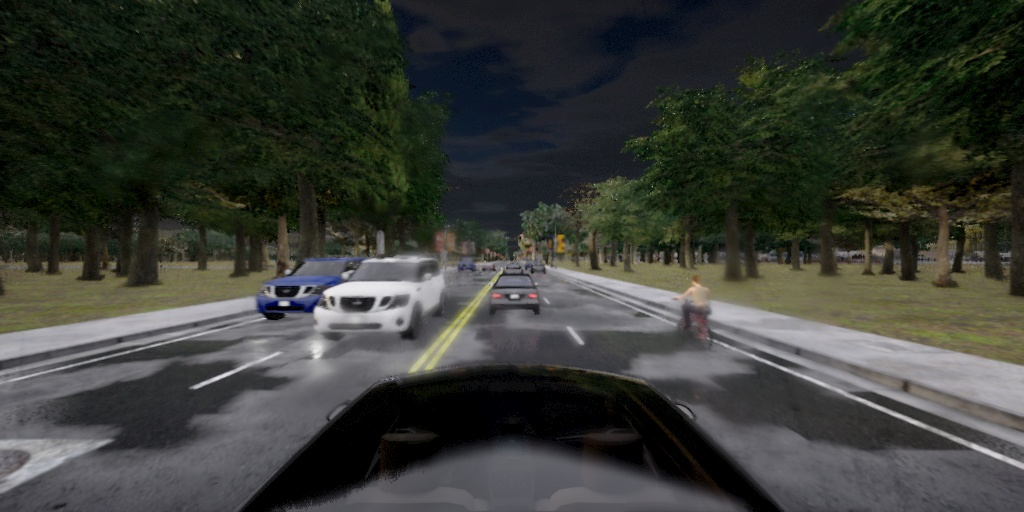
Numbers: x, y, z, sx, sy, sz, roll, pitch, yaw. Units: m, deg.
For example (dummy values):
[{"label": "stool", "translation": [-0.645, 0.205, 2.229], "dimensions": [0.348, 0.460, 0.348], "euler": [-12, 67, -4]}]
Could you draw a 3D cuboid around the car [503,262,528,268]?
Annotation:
[{"label": "car", "translation": [0.102, 1.436, 33.464], "dimensions": [2.128, 1.511, 4.902], "euler": [0, 0, 0]}]

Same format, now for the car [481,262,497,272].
[{"label": "car", "translation": [-3.317, 1.586, 51.768], "dimensions": [1.812, 1.442, 4.674], "euler": [0, 0, 0]}]

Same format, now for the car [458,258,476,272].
[{"label": "car", "translation": [-6.563, 1.288, 53.011], "dimensions": [2.150, 2.045, 5.566], "euler": [0, 0, 1]}]

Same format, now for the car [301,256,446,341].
[{"label": "car", "translation": [-3.349, 1.023, 10.409], "dimensions": [2.150, 2.045, 5.566], "euler": [0, 0, 0]}]

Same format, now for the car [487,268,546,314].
[{"label": "car", "translation": [0.101, 1.372, 14.078], "dimensions": [2.033, 1.411, 5.357], "euler": [0, 0, 0]}]

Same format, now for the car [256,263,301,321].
[{"label": "car", "translation": [-6.600, 1.040, 13.155], "dimensions": [2.150, 2.045, 5.566], "euler": [0, 0, 0]}]

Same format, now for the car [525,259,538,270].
[{"label": "car", "translation": [3.316, 1.482, 62.114], "dimensions": [2.097, 1.767, 4.553], "euler": [0, 0, 0]}]

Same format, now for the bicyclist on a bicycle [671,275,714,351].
[{"label": "bicyclist on a bicycle", "translation": [4.163, 1.226, 8.181], "dimensions": [0.866, 1.612, 1.509], "euler": [0, 0, 0]}]

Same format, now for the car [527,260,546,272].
[{"label": "car", "translation": [3.357, 1.519, 46.488], "dimensions": [2.128, 1.511, 4.902], "euler": [0, 0, 0]}]
